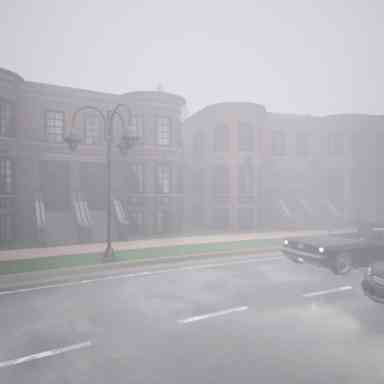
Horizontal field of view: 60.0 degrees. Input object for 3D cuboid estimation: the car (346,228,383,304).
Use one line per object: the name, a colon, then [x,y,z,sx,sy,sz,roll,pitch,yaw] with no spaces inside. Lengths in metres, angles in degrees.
car: [5.587,1.525,6.640,4.674,1.442,1.812,0,0,-23]

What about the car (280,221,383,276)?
car: [5.115,1.601,10.239,4.718,1.301,1.895,0,0,-22]
